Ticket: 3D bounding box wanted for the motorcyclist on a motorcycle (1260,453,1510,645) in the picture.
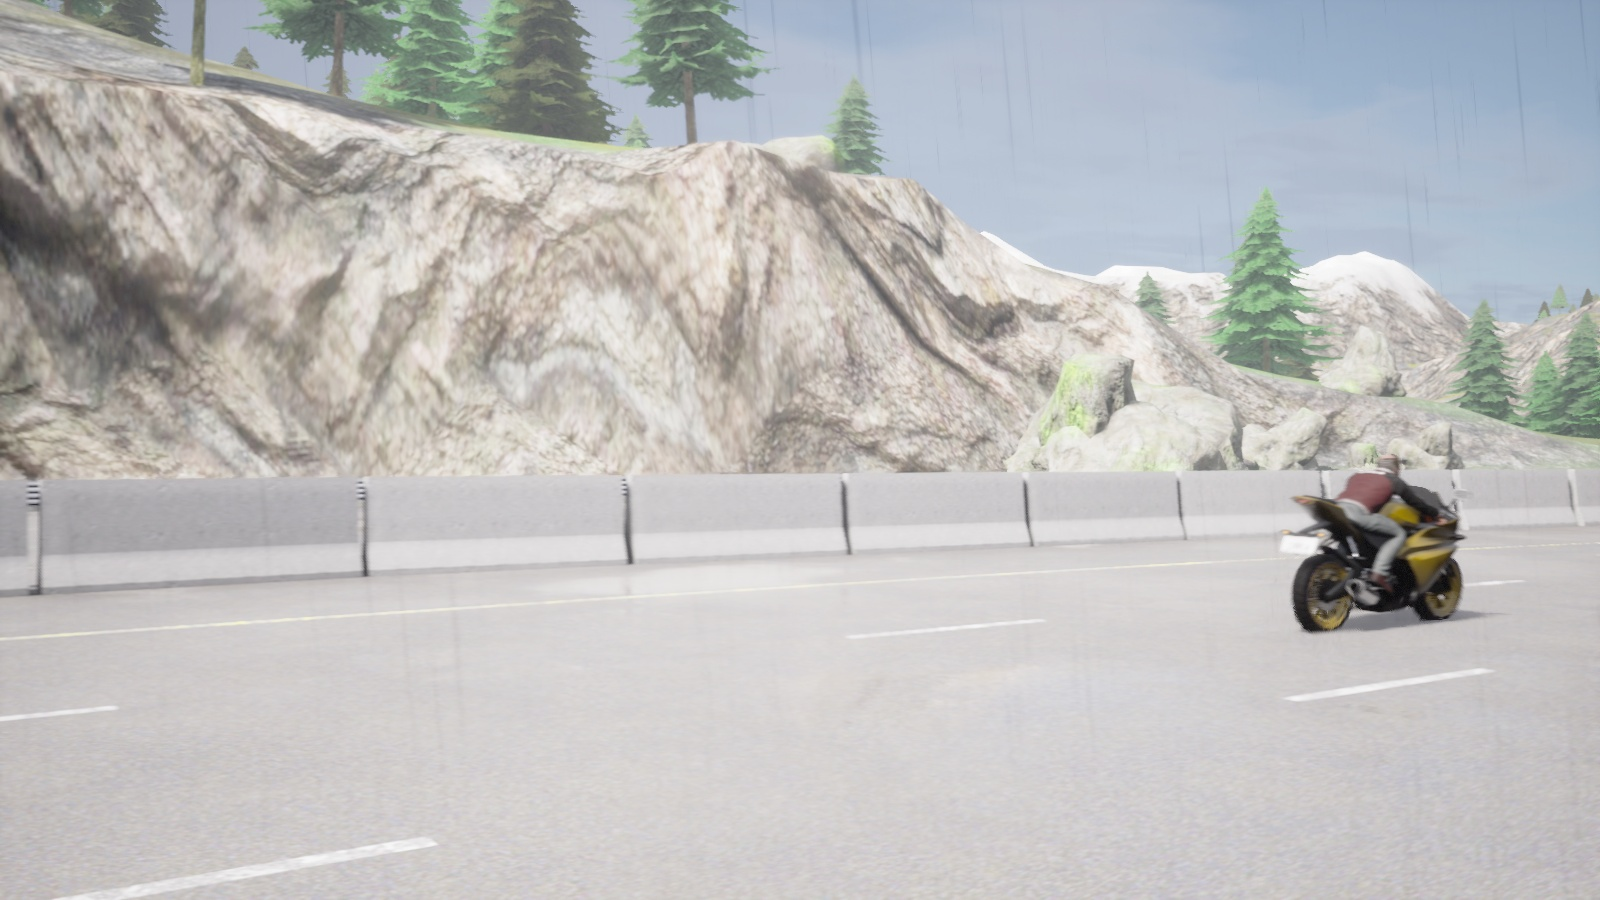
[{"bbox_3d":[5.130,0.795,10.980,2.191,1.530,0.866,0,1,-30],"label":"motorcyclist on a motorcycle"}]
